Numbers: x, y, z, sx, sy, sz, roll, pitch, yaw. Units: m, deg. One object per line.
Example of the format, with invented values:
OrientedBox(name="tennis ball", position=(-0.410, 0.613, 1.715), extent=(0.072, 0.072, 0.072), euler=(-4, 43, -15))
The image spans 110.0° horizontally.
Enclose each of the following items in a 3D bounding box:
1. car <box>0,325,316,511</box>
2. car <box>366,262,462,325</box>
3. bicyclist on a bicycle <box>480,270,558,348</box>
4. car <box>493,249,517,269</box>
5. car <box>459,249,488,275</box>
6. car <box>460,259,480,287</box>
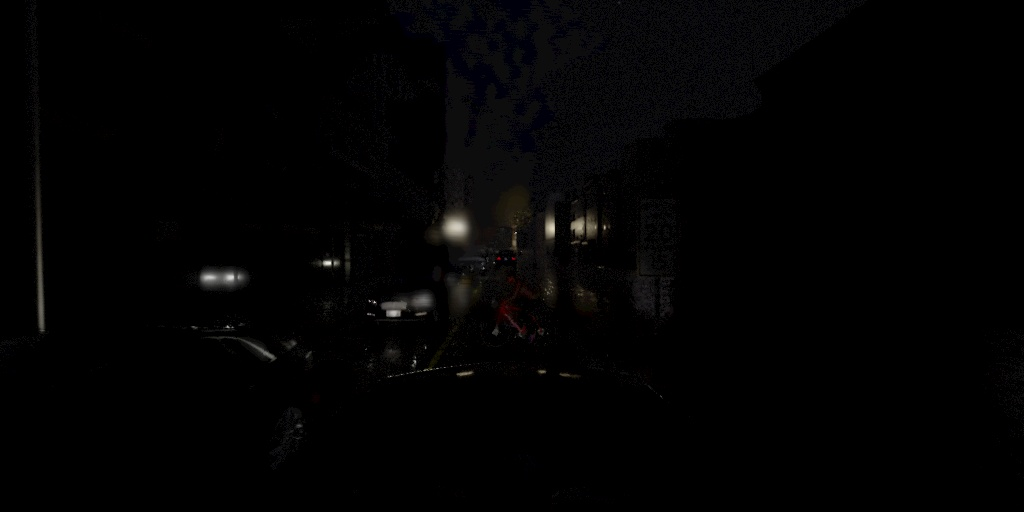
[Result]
OrientedBox(name="car", position=(-2.844, 1.262, 1.771), extent=(1.837, 1.490, 4.892), euler=(0, 0, -3))
OrientedBox(name="car", position=(-3.031, 1.142, 11.440), extent=(2.128, 1.511, 4.902), euler=(0, 1, -1))
OrientedBox(name="bicyclist on a bicycle", position=(0.139, 1.126, 7.524), extent=(1.656, 1.620, 0.582), euler=(0, 1, -1))
OrientedBox(name="car", position=(-0.675, 0.333, 39.011), extent=(2.150, 2.045, 5.566), euler=(0, 2, -1))
OrientedBox(name="car", position=(-3.446, 0.519, 32.083), extent=(2.150, 2.045, 5.566), euler=(0, 1, -4))
OrientedBox(name="car", position=(-3.236, 1.064, 21.375), extent=(1.994, 1.385, 4.181), euler=(0, 1, -1))
